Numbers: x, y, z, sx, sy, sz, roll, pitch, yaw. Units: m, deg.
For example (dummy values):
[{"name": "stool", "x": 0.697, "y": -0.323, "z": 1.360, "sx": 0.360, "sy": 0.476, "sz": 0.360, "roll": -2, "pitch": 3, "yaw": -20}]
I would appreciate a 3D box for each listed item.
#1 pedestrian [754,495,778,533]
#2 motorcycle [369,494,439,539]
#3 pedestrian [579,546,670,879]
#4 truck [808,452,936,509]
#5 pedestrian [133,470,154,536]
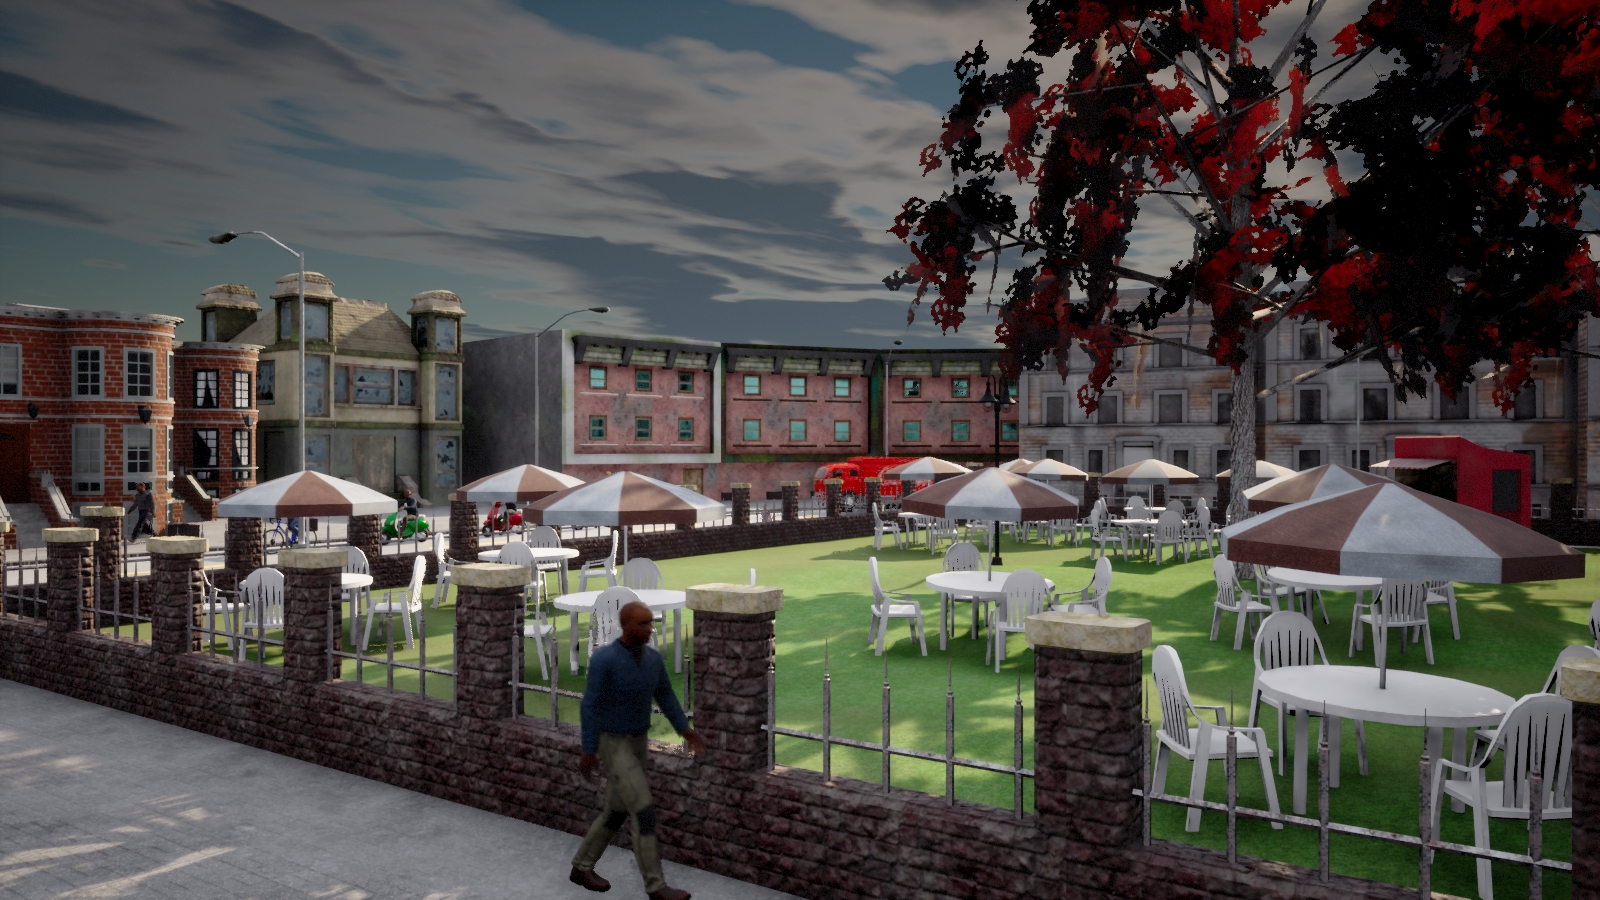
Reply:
[{"name": "pedestrian", "x": -1.013, "y": 1.895, "z": 34.038, "sx": 0.500, "sy": 1.100, "sz": 0.500, "roll": 0, "pitch": 0, "yaw": 33}, {"name": "motorcycle", "x": -11.759, "y": 1.950, "z": 33.969, "sx": 0.856, "sy": 1.236, "sz": 1.805, "roll": 0, "pitch": 0, "yaw": 35}, {"name": "pedestrian", "x": -1.041, "y": 1.522, "z": 6.785, "sx": 0.375, "sy": 1.860, "sz": 0.375, "roll": 0, "pitch": 0, "yaw": 34}, {"name": "truck", "x": 3.240, "y": 1.337, "z": 51.827, "sx": 5.204, "sy": 2.467, "sz": 2.627, "roll": 0, "pitch": -1, "yaw": -17}, {"name": "pedestrian", "x": -18.688, "y": 1.512, "z": 32.521, "sx": 0.375, "sy": 1.860, "sz": 0.375, "roll": 0, "pitch": 0, "yaw": 31}]
